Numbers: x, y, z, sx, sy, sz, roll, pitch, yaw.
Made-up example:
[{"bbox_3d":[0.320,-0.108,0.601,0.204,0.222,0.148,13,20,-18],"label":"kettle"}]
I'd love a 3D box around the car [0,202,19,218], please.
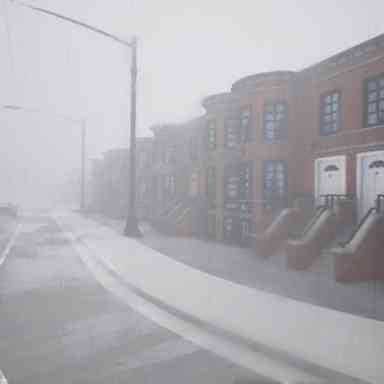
[{"bbox_3d":[-17.684,1.701,31.456,1.812,1.442,4.674,1,-1,-25],"label":"car"}]
